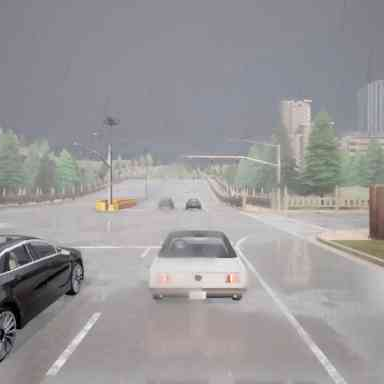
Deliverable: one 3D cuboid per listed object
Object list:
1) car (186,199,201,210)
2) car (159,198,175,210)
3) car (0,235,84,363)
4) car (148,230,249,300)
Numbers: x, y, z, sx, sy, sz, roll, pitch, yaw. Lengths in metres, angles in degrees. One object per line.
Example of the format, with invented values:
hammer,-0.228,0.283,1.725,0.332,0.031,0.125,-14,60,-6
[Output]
car,0.198,1.569,43.930,1.994,1.385,4.181,0,0,0
car,-3.304,1.509,43.761,1.837,1.490,4.892,0,0,0
car,-3.387,1.492,5.776,2.128,1.511,4.902,0,0,0
car,0.117,1.602,8.310,1.895,1.301,4.718,0,0,0
